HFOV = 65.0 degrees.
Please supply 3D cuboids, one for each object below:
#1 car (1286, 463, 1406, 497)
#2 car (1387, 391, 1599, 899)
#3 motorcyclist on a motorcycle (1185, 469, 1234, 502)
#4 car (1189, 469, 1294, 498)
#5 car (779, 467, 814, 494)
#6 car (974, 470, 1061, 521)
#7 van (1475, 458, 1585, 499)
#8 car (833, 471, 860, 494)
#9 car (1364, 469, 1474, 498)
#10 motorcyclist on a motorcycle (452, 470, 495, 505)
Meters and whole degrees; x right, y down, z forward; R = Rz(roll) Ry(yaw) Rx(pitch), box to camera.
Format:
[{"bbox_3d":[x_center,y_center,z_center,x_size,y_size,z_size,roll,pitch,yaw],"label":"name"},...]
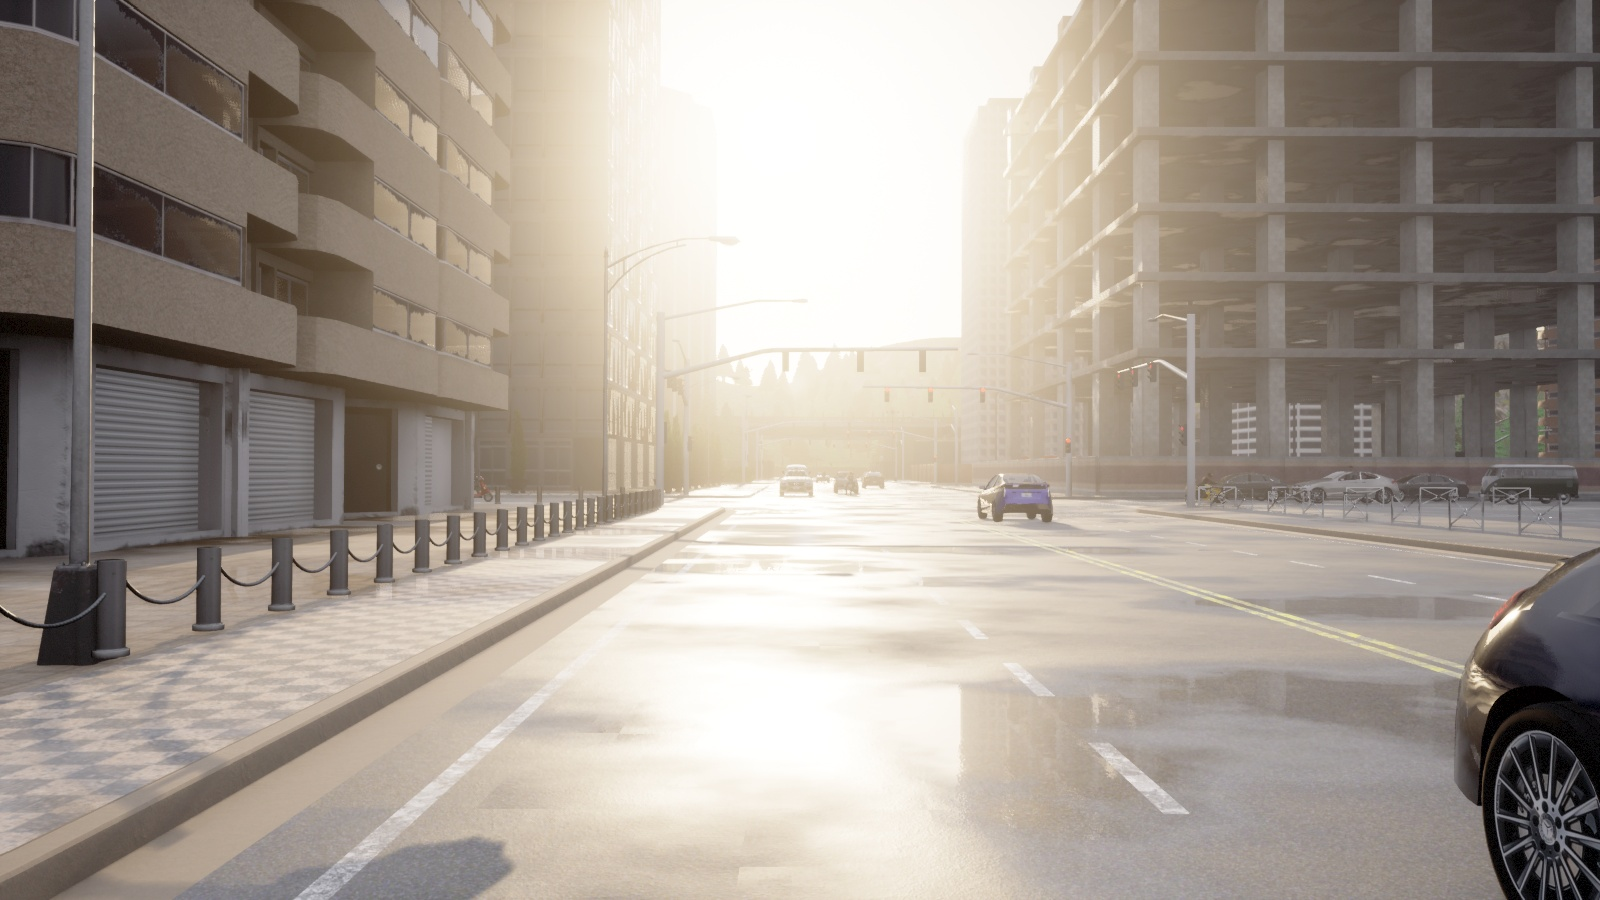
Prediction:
[{"bbox_3d":[27.222,1.480,62.726,5.027,1.651,2.152,0,-1,0],"label":"car"},{"bbox_3d":[3.492,0.623,2.625,2.152,1.651,5.027,0,-1,0],"label":"car"},{"bbox_3d":[19.290,1.655,59.175,2.044,1.523,0.797,0,-1,0],"label":"motorcyclist on a motorcycle"},{"bbox_3d":[23.227,1.780,66.199,4.892,1.490,1.837,0,-1,0],"label":"car"},{"bbox_3d":[-0.211,1.928,79.617,2.152,1.651,5.027,0,-1,0],"label":"car"},{"bbox_3d":[6.893,1.409,40.286,2.007,1.525,4.514,0,-1,0],"label":"car"},{"bbox_3d":[36.441,1.418,62.785,4.442,1.987,1.775,0,-1,0],"label":"van"},{"bbox_3d":[3.265,2.267,88.743,1.789,1.549,3.705,0,-1,0],"label":"car"},{"bbox_3d":[32.643,1.743,66.259,4.892,1.490,1.837,0,-1,-1],"label":"car"},{"bbox_3d":[-15.234,1.756,58.636,1.817,1.590,0.866,0,-1,0],"label":"motorcyclist on a motorcycle"}]
